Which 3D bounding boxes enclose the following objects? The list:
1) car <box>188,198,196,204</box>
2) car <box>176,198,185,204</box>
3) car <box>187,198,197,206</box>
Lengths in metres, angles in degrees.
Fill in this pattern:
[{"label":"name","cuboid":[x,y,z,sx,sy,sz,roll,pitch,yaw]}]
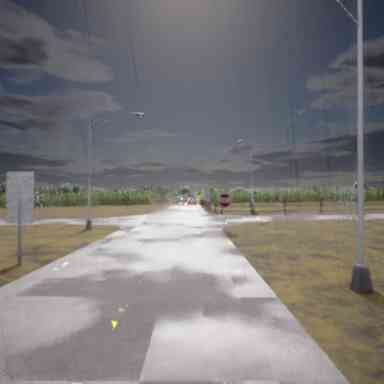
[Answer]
[{"label":"car","cuboid":[0.012,2.427,87.364,1.837,1.490,4.892,0,-1,0]},{"label":"car","cuboid":[-2.739,2.132,81.532,2.128,1.511,4.902,0,-1,0]},{"label":"car","cuboid":[0.010,2.269,77.330,2.097,1.767,4.553,0,-1,0]}]
